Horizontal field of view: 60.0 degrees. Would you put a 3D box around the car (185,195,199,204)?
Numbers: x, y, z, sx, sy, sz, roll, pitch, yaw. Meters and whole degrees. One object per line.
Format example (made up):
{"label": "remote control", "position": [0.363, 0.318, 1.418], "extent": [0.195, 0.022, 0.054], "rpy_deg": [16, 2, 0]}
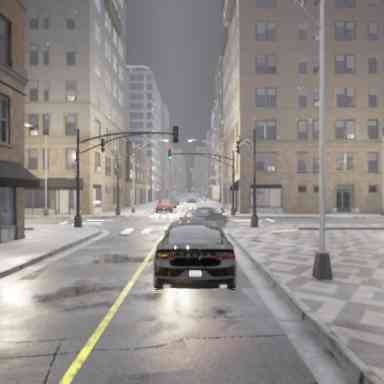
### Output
{"label": "car", "position": [-0.040, 1.819, 70.355], "extent": [1.895, 1.301, 4.718], "rpy_deg": [0, 0, 0]}

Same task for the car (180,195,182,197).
{"label": "car", "position": [-3.162, 1.688, 59.220], "extent": [1.837, 1.490, 4.892], "rpy_deg": [0, 0, 0]}

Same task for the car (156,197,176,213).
{"label": "car", "position": [-3.160, 1.599, 39.314], "extent": [1.882, 1.535, 5.008], "rpy_deg": [0, 0, -1]}

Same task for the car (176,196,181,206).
{"label": "car", "position": [-3.144, 1.699, 49.045], "extent": [2.033, 1.411, 5.357], "rpy_deg": [0, 0, 0]}

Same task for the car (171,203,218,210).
{"label": "car", "position": [0.786, 1.610, 19.953], "extent": [2.033, 1.411, 5.357], "rpy_deg": [0, 0, 18]}

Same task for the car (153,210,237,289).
{"label": "car", "position": [0.063, 1.507, 9.243], "extent": [1.882, 1.535, 5.008], "rpy_deg": [0, 0, 0]}
